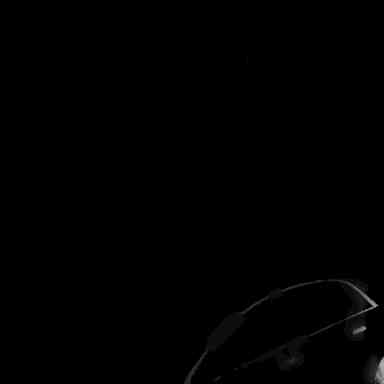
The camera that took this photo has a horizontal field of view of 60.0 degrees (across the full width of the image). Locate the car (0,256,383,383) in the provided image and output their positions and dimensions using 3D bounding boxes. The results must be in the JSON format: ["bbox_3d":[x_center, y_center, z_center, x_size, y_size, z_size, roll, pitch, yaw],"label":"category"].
[{"bbox_3d":[0.303,1.506,3.270,4.892,1.490,1.837,1,0,-35],"label":"car"}]
